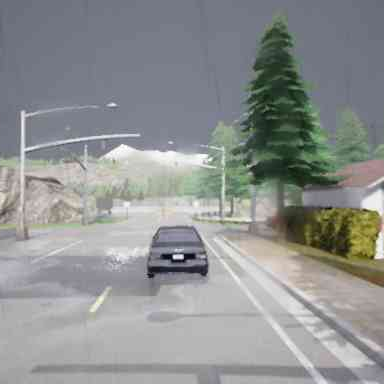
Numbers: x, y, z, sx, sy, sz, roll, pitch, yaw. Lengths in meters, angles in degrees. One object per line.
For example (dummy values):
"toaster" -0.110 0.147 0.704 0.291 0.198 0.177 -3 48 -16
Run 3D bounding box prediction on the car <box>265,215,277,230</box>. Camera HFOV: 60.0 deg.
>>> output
"car" 8.512 2.345 26.996 5.008 1.535 1.882 0 -2 -2

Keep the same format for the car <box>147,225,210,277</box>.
"car" -0.500 1.833 11.281 2.033 1.411 5.357 0 -2 -3
